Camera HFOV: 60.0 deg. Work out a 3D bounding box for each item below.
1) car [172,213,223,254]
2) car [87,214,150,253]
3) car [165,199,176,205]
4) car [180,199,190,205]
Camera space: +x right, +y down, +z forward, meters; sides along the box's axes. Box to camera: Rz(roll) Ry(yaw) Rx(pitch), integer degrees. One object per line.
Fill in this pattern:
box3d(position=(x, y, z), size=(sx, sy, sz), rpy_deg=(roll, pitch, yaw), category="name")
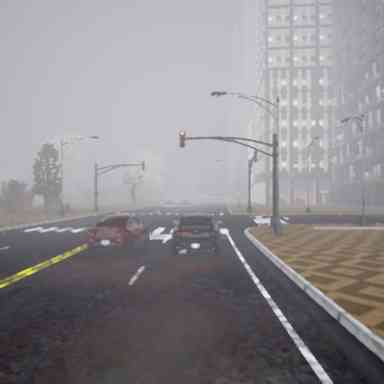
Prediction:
box3d(position=(0.224, 1.638, 14.075), size=(1.837, 1.490, 4.892), rpy_deg=(0, 0, 2), category="car")
box3d(position=(-3.023, 1.656, 14.265), size=(1.812, 1.442, 4.674), rpy_deg=(0, 0, 2), category="car")
box3d(position=(-4.721, 2.274, 73.660), size=(1.895, 1.301, 4.718), rpy_deg=(0, -1, 5), category="car")
box3d(position=(-1.482, 2.218, 73.396), size=(2.033, 1.411, 5.357), rpy_deg=(0, -1, 5), category="car")
